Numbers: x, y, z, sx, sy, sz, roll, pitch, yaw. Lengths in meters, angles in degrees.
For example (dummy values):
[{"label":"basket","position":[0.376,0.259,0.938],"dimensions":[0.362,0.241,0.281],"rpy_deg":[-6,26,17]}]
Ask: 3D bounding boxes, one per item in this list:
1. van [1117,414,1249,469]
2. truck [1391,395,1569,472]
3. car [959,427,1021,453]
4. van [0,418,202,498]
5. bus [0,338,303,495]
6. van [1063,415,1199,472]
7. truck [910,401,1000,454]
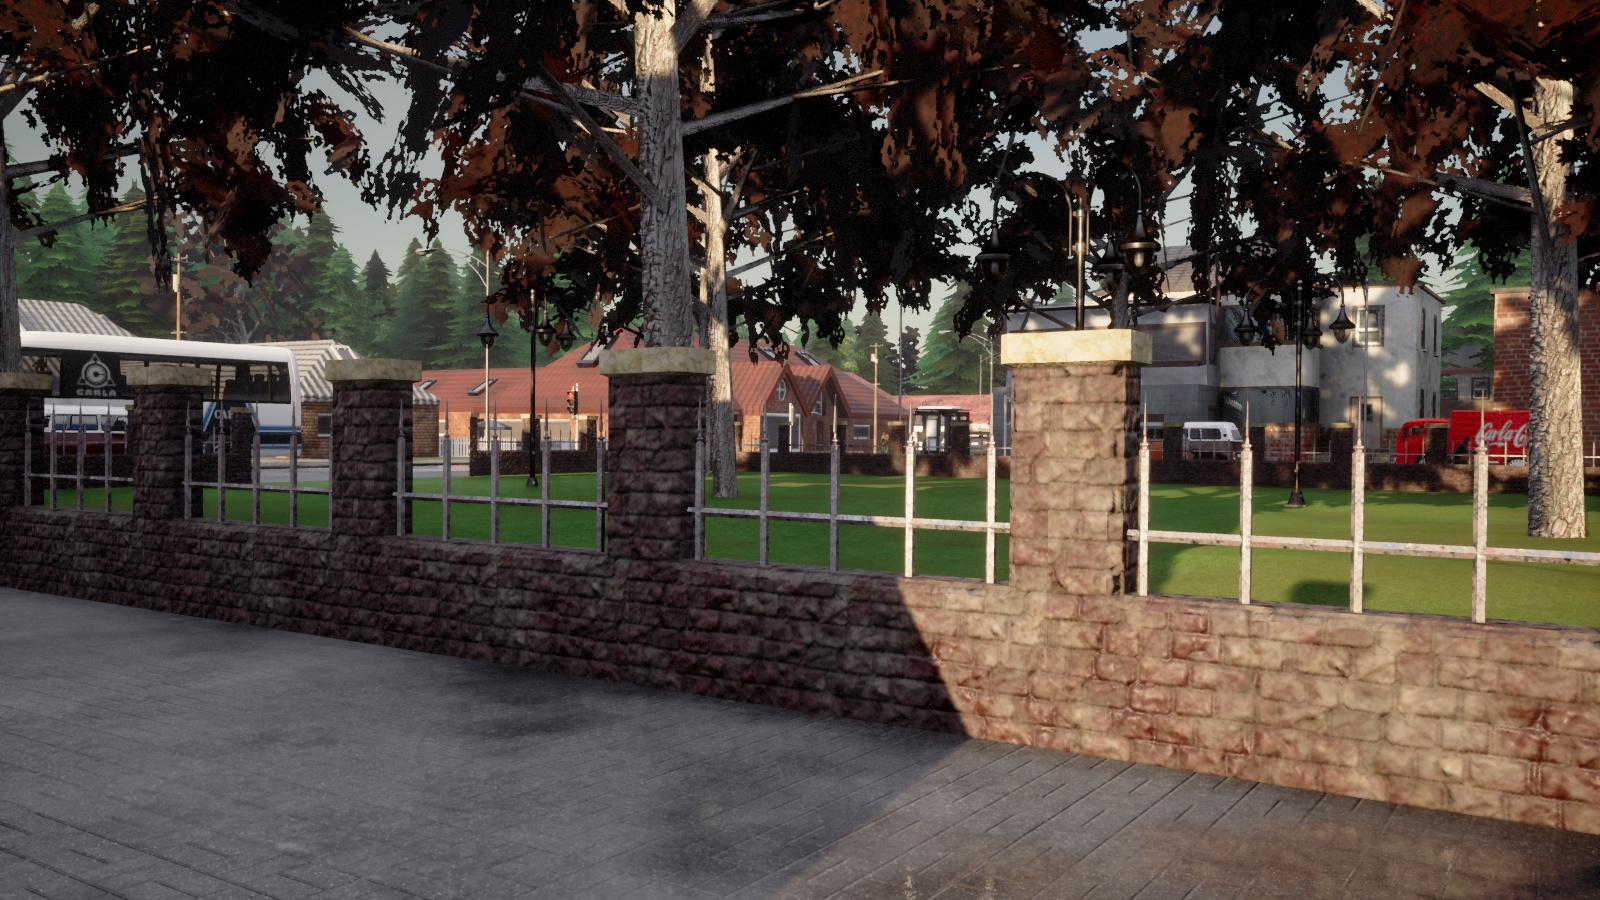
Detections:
[{"label":"van","position":[14.833,-0.345,48.741],"dimensions":[4.480,2.038,2.069],"rpy_deg":[0,1,34]},{"label":"truck","position":[23.320,-0.554,43.110],"dimensions":[5.204,2.467,2.627],"rpy_deg":[0,1,32]},{"label":"car","position":[12.370,-0.651,81.642],"dimensions":[2.242,1.667,4.611],"rpy_deg":[0,1,34]},{"label":"van","position":[-19.074,0.159,34.308],"dimensions":[2.069,2.038,4.480],"rpy_deg":[0,1,33]},{"label":"bus","position":[-21.067,-0.982,38.613],"dimensions":[3.944,4.253,10.273],"rpy_deg":[0,1,33]},{"label":"van","position":[12.037,-0.249,45.749],"dimensions":[4.442,1.987,1.775],"rpy_deg":[0,1,32]},{"label":"truck","position":[10.791,-1.529,86.497],"dimensions":[2.891,3.462,7.936],"rpy_deg":[0,1,34]}]
